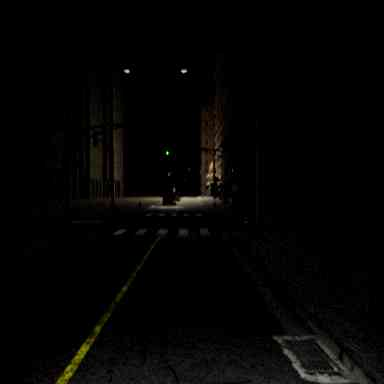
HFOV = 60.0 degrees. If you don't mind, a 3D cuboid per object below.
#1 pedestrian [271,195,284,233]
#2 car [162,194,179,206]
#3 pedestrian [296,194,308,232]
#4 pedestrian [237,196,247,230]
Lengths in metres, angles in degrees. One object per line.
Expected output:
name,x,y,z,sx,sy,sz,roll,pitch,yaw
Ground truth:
pedestrian,4.155,1.053,16.015,0.375,1.860,0.375,0,0,0
car,-3.310,1.218,48.242,1.882,1.535,5.008,0,1,0
pedestrian,5.524,1.047,16.621,0.375,1.860,0.375,0,0,0
pedestrian,2.554,1.047,17.207,0.375,1.860,0.375,0,0,0
